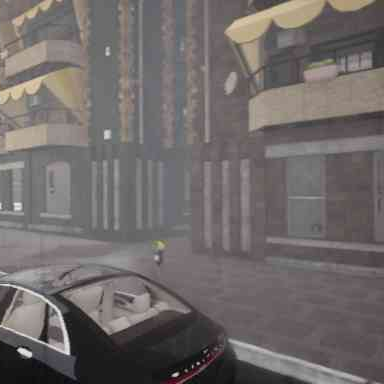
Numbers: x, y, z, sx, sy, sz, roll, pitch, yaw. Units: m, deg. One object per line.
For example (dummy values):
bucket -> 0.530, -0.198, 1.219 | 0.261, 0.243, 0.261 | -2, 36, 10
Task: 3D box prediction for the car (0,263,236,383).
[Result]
car -> -1.630, 1.537, 3.894 | 4.403, 1.369, 2.008 | 0, -1, 35
